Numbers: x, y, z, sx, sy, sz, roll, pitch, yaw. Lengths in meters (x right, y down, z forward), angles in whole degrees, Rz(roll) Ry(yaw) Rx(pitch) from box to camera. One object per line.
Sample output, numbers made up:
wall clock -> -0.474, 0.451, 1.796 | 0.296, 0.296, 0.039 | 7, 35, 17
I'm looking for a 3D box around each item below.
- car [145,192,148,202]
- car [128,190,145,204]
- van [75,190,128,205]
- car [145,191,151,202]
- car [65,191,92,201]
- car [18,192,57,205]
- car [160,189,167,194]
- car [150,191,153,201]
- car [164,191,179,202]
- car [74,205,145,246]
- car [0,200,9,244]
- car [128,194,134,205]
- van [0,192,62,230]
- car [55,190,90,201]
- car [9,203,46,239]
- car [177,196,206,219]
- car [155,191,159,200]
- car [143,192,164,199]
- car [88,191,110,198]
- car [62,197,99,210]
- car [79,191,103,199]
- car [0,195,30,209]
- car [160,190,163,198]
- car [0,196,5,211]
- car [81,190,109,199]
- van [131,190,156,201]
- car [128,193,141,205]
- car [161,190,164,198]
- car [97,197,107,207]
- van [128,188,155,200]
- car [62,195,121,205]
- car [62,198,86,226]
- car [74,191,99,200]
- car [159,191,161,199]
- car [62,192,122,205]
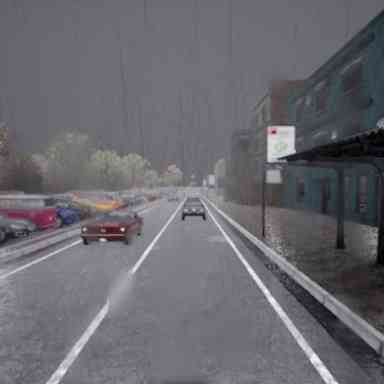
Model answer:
car -> -9.289, 1.085, 48.205 | 4.892, 1.521, 2.231 | 0, 1, 0
car -> -9.273, 0.989, 45.419 | 4.553, 1.767, 2.185 | 0, 1, 0
van -> -9.272, 1.001, 34.222 | 4.442, 1.987, 1.878 | 0, 1, 0
car -> -9.448, 1.051, 50.989 | 5.366, 1.575, 1.946 | 0, 1, 0
car -> -22.205, 0.773, 64.996 | 4.553, 1.767, 2.185 | 0, 1, 0
car -> -22.394, 0.956, 48.289 | 4.553, 1.767, 2.185 | 0, 1, 0
car -> -8.887, 0.776, 76.033 | 5.366, 1.575, 1.946 | 0, 1, 0
car -> -9.235, 1.025, 53.770 | 4.892, 1.521, 2.231 | 0, 1, 0
car -> -3.151, 0.969, 56.939 | 1.837, 1.490, 4.892 | 0, 1, 1
car -> -3.338, 1.487, 14.724 | 1.895, 1.301, 4.718 | 0, 0, 0
car -> -9.527, 1.306, 11.896 | 4.553, 1.767, 2.185 | 0, 0, 0
car -> -9.338, 1.229, 37.072 | 4.792, 1.488, 2.163 | 0, 1, 0
van -> -9.632, 1.156, 17.588 | 4.442, 1.987, 1.878 | 0, 1, 0
car -> -22.287, 0.680, 62.085 | 5.566, 2.045, 2.435 | 0, 1, 0
car -> -9.543, 1.407, 14.806 | 4.892, 1.521, 2.231 | 0, 1, 0
car -> 0.135, 1.332, 26.306 | 2.033, 1.411, 5.357 | 0, 0, 0
car -> -9.171, 0.712, 59.334 | 5.566, 2.045, 2.435 | 0, 1, 0
car -> -9.068, 0.790, 78.676 | 4.674, 1.452, 2.002 | -1, 1, 1
car -> -22.100, 0.619, 78.920 | 4.553, 1.767, 2.185 | 0, 1, 0
car -> -9.468, 1.331, 23.155 | 5.008, 1.535, 2.097 | 0, 1, 0
car -> -22.205, 0.682, 73.225 | 4.553, 1.767, 2.185 | 0, 1, 0
car -> -22.431, 1.168, 39.934 | 5.008, 1.535, 2.097 | 0, 1, 0
car -> -9.117, 0.880, 70.469 | 4.674, 1.452, 2.002 | 0, 1, 0
car -> -22.463, 1.224, 34.365 | 5.008, 1.535, 2.097 | 0, 1, 0
car -> -22.180, 0.525, 76.134 | 5.566, 2.045, 2.435 | 0, 1, 0
van -> -9.062, 0.708, 61.992 | 4.442, 1.987, 1.878 | 0, 1, 0
car -> -9.328, 1.183, 42.638 | 4.674, 1.452, 2.002 | 0, 1, 0
car -> -9.123, 0.839, 73.252 | 4.792, 1.488, 2.163 | 0, 1, 0
car -> -9.454, 1.346, 25.940 | 4.674, 1.452, 2.002 | 0, 1, 0
van -> -9.103, 0.768, 56.550 | 4.442, 1.987, 1.878 | 0, 1, 0
car -> -9.245, 1.277, 28.721 | 5.366, 1.575, 1.946 | 0, 1, 0
car -> -9.499, 1.356, 20.372 | 5.008, 1.535, 2.097 | 0, 1, 0
car -> -22.226, 0.713, 70.441 | 4.553, 1.767, 2.185 | 0, 1, 0
car -> -9.150, 0.903, 64.902 | 4.892, 1.521, 2.231 | 0, 1, 0
car -> -9.378, 1.128, 31.504 | 4.553, 1.767, 2.185 | 0, 1, 0
